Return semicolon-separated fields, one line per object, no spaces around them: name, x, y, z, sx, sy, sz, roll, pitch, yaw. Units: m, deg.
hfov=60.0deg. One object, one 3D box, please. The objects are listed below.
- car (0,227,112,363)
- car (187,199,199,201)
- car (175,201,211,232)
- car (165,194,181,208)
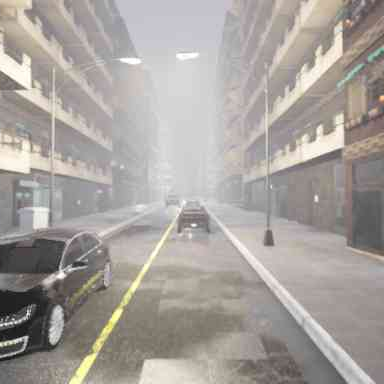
car;-2.850;1.509;6.254;1.837;1.490;4.892;0;0;0
car;0.094;1.553;41.623;2.128;1.511;4.902;0;0;0
car;0.098;1.526;20.205;1.837;1.490;4.892;0;0;0
car;-2.825;1.305;49.854;2.150;2.045;5.566;0;0;0
